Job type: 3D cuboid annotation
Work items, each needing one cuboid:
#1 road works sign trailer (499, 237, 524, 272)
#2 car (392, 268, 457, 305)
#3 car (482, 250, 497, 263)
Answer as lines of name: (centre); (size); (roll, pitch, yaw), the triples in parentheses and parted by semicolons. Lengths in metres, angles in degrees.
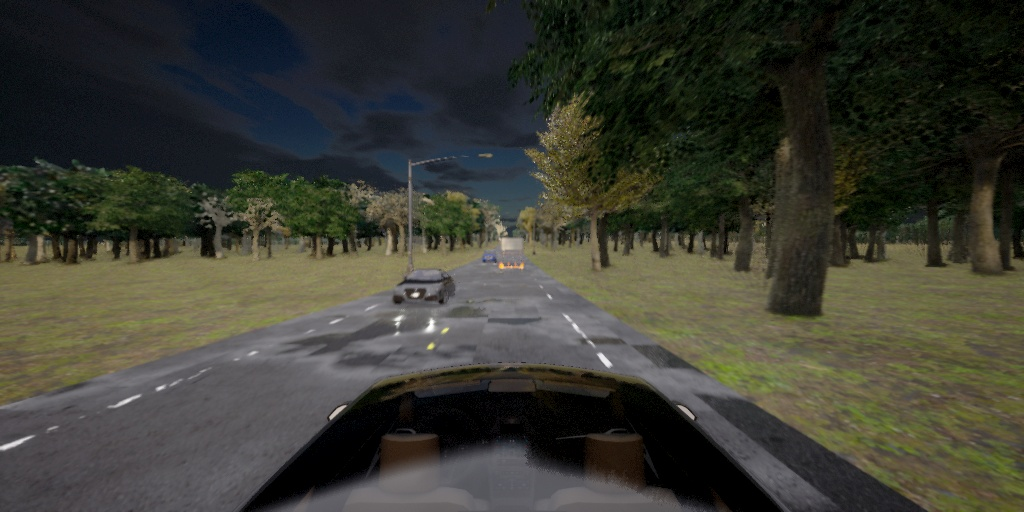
road works sign trailer: (0.005, -0.199, 37.076); (2.380, 3.560, 2.880); (0, 0, 0)
car: (-3.588, 1.227, 15.314); (1.994, 1.385, 4.181); (0, 1, 0)
car: (-3.515, 0.070, 56.820); (2.150, 2.045, 5.566); (0, 2, 1)
